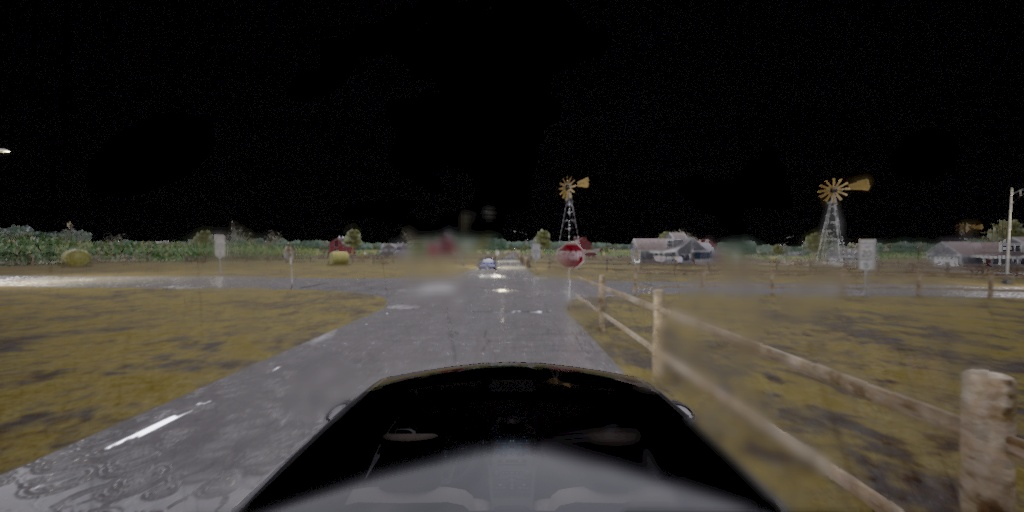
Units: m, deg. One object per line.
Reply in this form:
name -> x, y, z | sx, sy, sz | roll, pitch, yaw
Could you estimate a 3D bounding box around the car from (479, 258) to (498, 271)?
car -> -2.722, 0.975, 41.576 | 1.812, 1.442, 4.674 | 0, 1, 0
